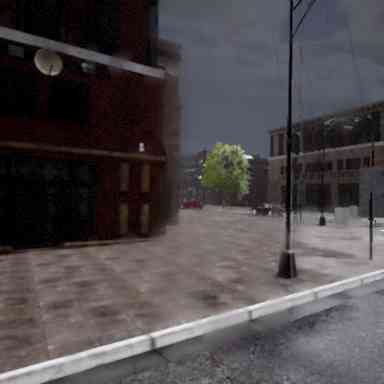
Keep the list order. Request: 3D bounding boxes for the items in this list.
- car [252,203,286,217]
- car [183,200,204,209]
[{"bbox_3d":[8.187,1.897,35.678,2.008,1.369,4.403,2,-1,-27],"label":"car"},{"bbox_3d":[0.147,1.932,51.173,1.887,1.381,4.507,2,-1,-27],"label":"car"}]
